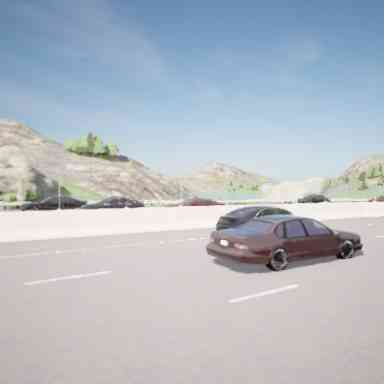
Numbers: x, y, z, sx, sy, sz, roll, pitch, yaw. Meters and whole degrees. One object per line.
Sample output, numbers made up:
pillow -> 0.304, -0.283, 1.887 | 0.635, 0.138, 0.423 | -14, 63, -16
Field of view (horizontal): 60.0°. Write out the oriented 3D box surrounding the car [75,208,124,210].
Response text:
car -> -5.927, 1.135, 25.224 | 4.892, 1.490, 1.837 | 0, 1, -33

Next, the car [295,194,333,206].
car -> 16.623, 1.097, 45.375 | 4.892, 1.490, 1.837 | 0, 1, -24

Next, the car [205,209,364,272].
car -> 3.025, 1.442, 10.397 | 5.357, 1.411, 2.033 | 0, 1, -31

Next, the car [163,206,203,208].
car -> 0.223, 1.168, 24.943 | 5.008, 1.535, 1.882 | 0, 1, -31

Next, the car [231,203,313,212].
car -> 3.325, 1.353, 14.431 | 4.892, 1.490, 1.837 | 0, 0, -32

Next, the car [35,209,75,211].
car -> -10.744, 1.051, 26.238 | 5.008, 1.535, 1.882 | 0, 1, -33
